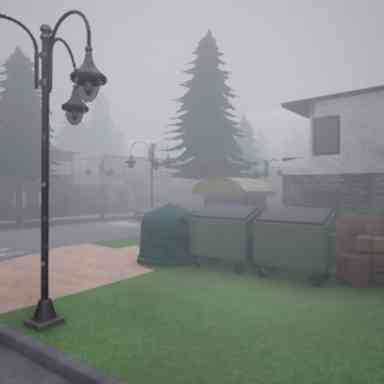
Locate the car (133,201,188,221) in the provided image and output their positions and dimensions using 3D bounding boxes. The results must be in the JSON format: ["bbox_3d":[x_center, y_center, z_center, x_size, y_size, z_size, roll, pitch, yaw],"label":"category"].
[{"bbox_3d":[-2.417,1.544,26.528,1.837,1.490,4.892,0,0,43],"label":"car"}]
